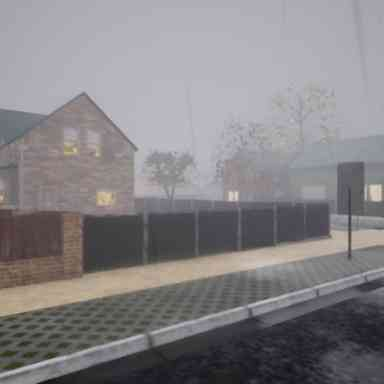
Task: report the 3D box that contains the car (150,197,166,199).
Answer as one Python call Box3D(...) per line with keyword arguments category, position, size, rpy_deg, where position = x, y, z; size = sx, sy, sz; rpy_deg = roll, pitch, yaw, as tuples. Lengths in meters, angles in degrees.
Box3D(category="car", position=(-3.809, 1.309, 38.264), size=(1.837, 1.490, 4.892), rpy_deg=(1, 0, -37))
